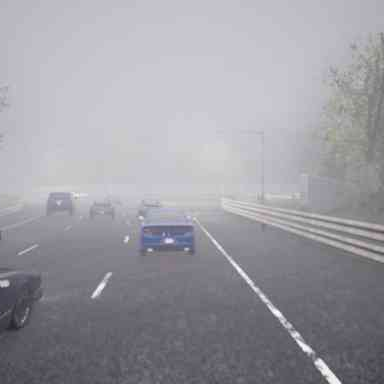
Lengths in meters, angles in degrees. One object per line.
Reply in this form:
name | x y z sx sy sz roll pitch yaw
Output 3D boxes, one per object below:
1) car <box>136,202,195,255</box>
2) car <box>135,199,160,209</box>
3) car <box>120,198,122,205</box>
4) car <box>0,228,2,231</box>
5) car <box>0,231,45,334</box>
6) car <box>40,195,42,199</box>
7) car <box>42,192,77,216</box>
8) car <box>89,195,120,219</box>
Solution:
car | -1.043 1.371 12.931 1.882 1.535 5.008 0 0 -7
car | -3.271 1.286 25.468 2.128 1.511 4.902 0 0 -13
car | -11.566 1.172 48.357 2.033 1.411 5.357 0 1 -26
car | -7.588 1.535 9.978 1.895 1.301 4.718 0 0 -6
car | -3.541 1.524 3.671 2.033 1.411 5.357 0 0 -3
car | -35.218 1.005 80.981 4.718 1.301 1.895 0 1 43
car | -11.645 1.000 29.818 2.150 2.045 5.566 0 0 -16
car | -7.200 1.285 26.727 2.128 1.511 4.902 0 0 -15
